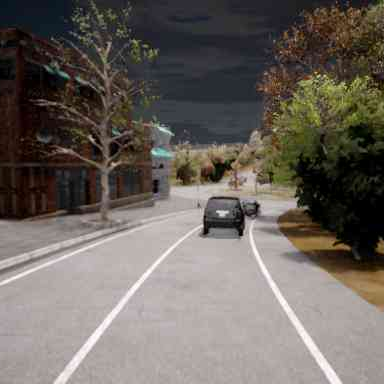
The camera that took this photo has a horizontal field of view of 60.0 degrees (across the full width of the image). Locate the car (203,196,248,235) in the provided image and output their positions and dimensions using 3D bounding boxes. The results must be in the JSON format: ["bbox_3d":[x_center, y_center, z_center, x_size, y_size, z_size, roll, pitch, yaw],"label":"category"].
[{"bbox_3d":[1.956,1.246,19.228,2.150,2.045,5.566,1,0,10],"label":"car"}]

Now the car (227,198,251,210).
[{"bbox_3d":[6.835,1.643,47.901,2.033,1.411,5.357,2,2,22],"label":"car"}]

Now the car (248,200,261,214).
[{"bbox_3d":[6.612,1.650,37.279,2.128,1.511,4.902,2,0,18],"label":"car"}]
